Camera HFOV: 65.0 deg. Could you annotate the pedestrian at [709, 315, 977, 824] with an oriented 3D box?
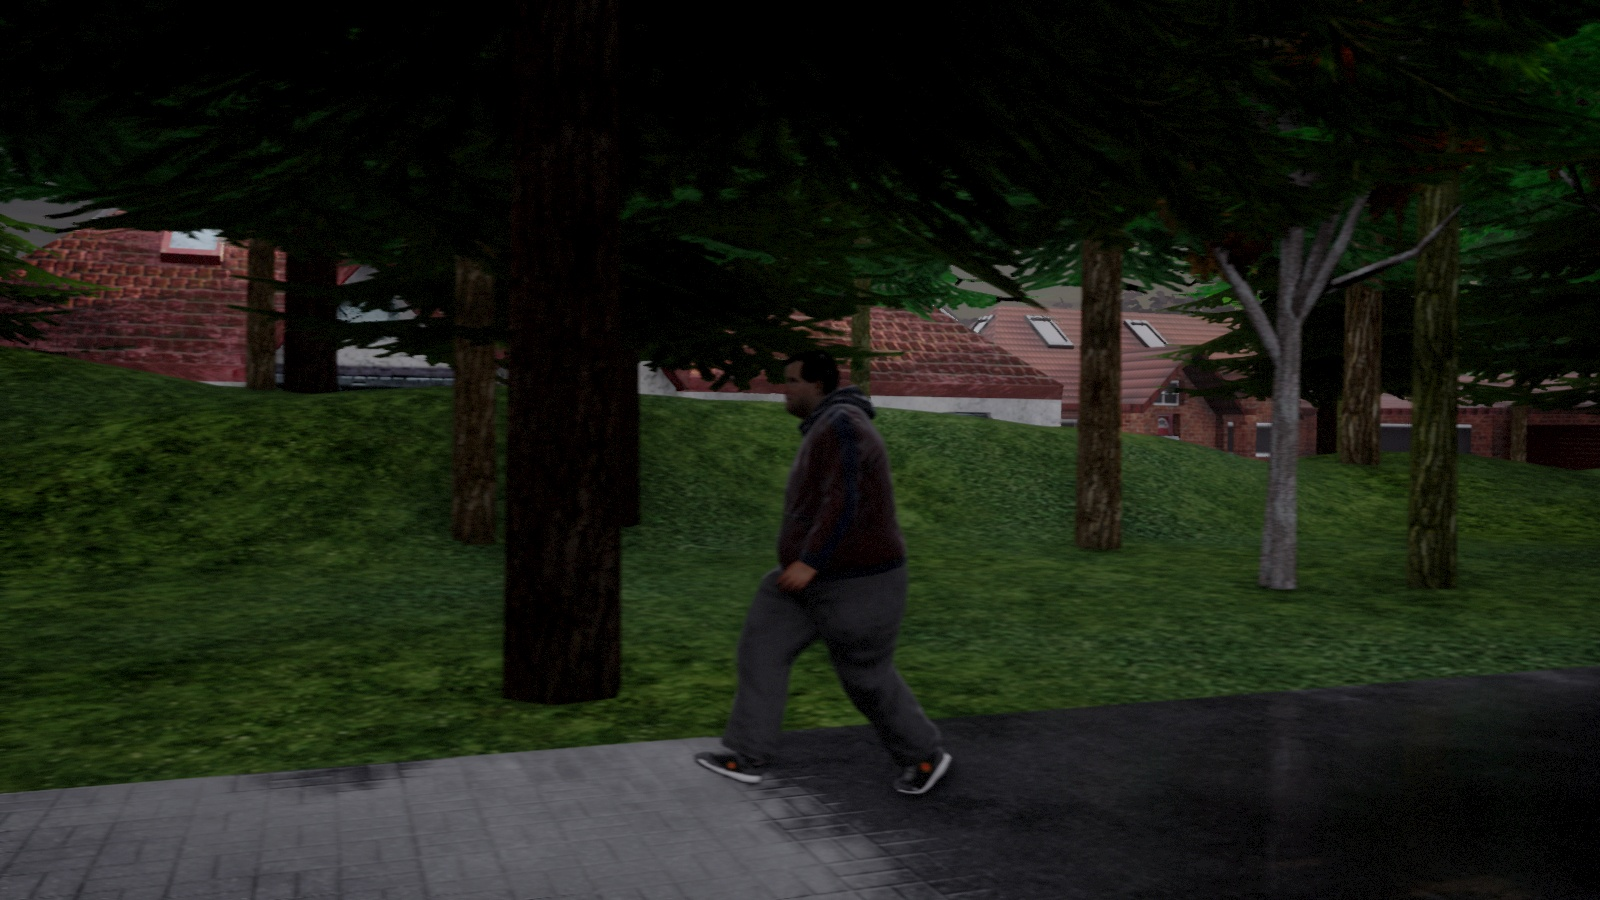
[{"bbox_3d":[0.149,0.425,4.961,0.899,1.844,0.634,-1,1,-14],"label":"pedestrian"}]
